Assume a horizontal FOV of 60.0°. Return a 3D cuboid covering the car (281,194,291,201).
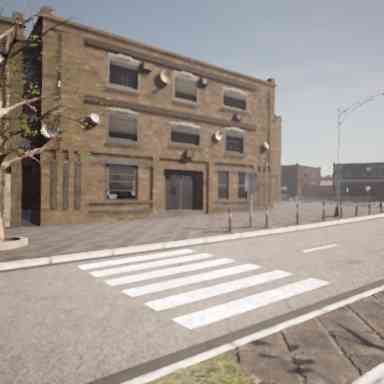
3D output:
[{"bbox_3d":[21.046,1.206,76.879,2.163,1.488,4.792,1,0,44],"label":"car"}]
